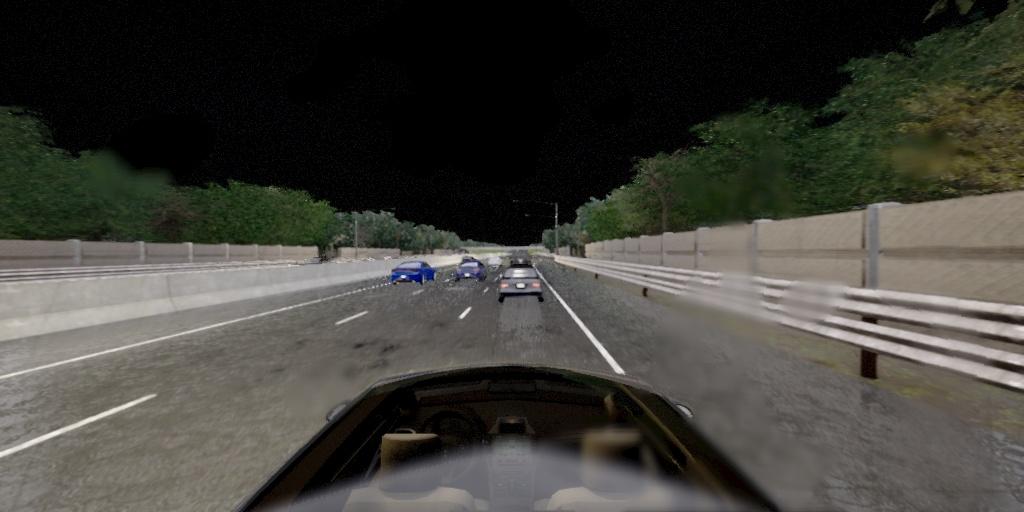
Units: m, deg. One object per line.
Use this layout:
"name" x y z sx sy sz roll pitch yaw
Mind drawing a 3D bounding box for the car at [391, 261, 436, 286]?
"car" -6.423 1.062 23.884 1.882 1.535 5.008 -1 1 1

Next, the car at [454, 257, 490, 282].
"car" -2.871 1.038 25.797 1.812 1.442 4.674 -1 1 1

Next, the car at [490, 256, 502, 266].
"car" -2.289 0.756 49.222 1.812 1.442 4.674 -1 1 1

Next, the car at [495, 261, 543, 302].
"car" 0.385 1.128 15.976 2.033 1.411 5.357 -1 1 1

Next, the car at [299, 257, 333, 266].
"car" -23.546 0.905 43.229 1.837 1.490 4.892 -1 1 1

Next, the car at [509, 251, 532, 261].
"car" 0.917 0.546 37.471 2.150 2.045 5.566 -1 1 1
